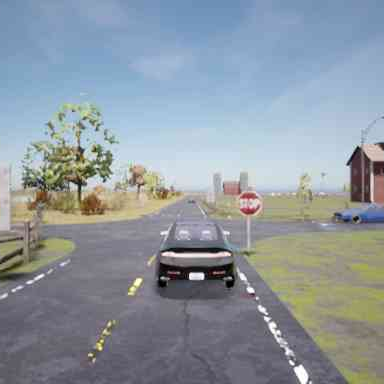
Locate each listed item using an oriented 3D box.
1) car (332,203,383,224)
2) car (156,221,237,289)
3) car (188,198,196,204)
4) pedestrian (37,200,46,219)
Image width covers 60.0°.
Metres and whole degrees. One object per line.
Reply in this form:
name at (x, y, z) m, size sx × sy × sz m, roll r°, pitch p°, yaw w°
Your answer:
car at (12.950, 1.478, 23.636) m, size 5.357 × 1.411 × 2.033 m, roll -1°, pitch 0°, yaw 2°
car at (0.094, 1.551, 9.327) m, size 2.128 × 1.511 × 4.902 m, roll 0°, pitch 0°, yaw 0°
car at (-0.056, 2.032, 78.345) m, size 2.033 × 1.411 × 5.357 m, roll 0°, pitch 0°, yaw 0°
pedestrian at (-12.177, 1.583, 26.803) m, size 0.375 × 1.860 × 0.375 m, roll 0°, pitch 1°, yaw 0°
